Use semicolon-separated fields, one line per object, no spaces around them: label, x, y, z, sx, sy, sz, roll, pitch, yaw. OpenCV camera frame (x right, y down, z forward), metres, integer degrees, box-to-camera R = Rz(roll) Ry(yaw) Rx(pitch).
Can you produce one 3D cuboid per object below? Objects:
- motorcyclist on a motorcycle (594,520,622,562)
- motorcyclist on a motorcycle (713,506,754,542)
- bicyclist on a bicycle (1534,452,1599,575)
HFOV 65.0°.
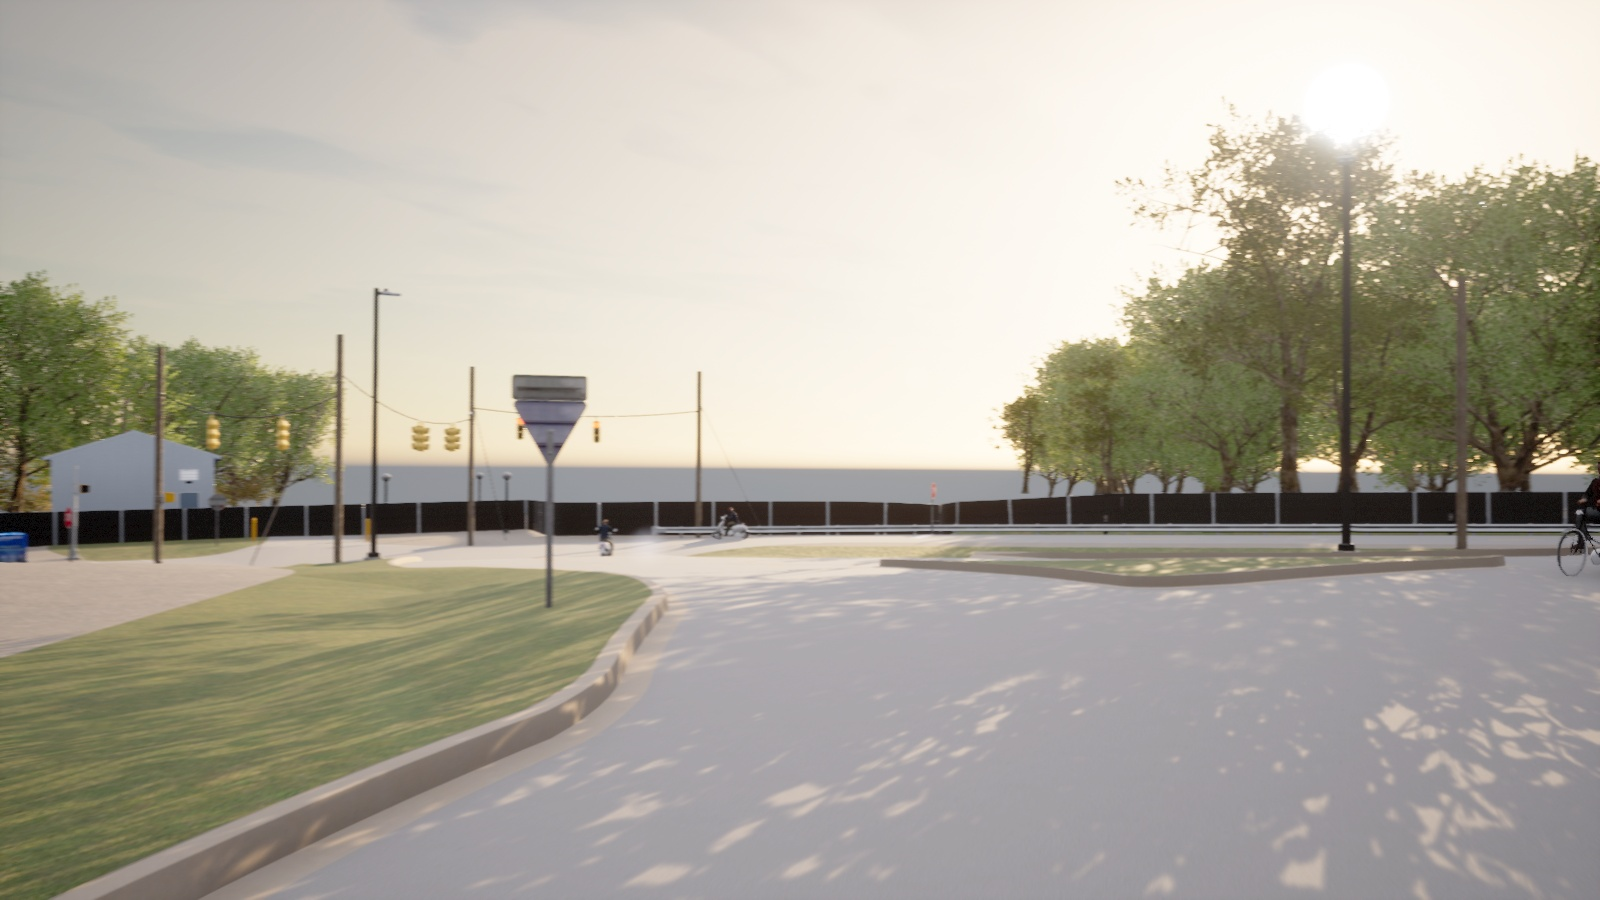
motorcyclist on a motorcycle;-7.771;3.670;50.900;0.866;1.590;1.817;0;-1;-1
motorcyclist on a motorcycle;-3.233;3.597;61.167;1.817;1.590;0.866;-3;-1;4
bicyclist on a bicycle;12.008;0.932;18.958;1.843;1.776;0.659;0;0;-25
